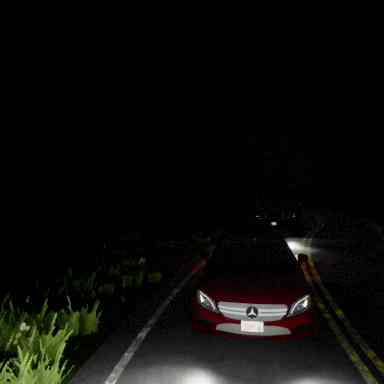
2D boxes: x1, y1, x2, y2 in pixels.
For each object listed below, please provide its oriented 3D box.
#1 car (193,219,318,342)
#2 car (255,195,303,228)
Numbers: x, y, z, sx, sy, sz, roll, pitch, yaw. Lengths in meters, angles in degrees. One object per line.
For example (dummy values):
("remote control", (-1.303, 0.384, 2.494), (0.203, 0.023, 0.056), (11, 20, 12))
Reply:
("car", (1.229, 1.534, 6.727), (1.812, 1.442, 4.674), (-1, 0, 11))
("car", (5.103, 1.212, 19.137), (2.150, 2.045, 5.566), (-2, -1, 22))
